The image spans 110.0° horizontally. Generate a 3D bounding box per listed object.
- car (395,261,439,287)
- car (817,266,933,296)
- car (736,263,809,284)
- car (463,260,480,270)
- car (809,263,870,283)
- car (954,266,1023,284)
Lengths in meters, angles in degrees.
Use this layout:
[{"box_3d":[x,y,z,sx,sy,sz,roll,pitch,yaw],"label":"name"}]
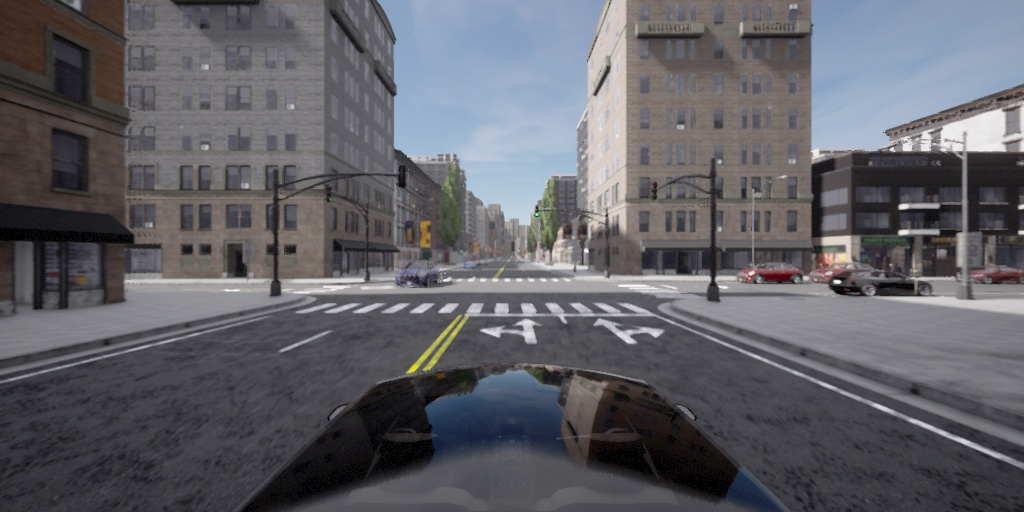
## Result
[{"box_3d":[-6.496,1.129,24.927,2.097,1.767,4.553,0,0,0],"label":"car"},{"box_3d":[18.877,1.372,18.521,4.313,1.339,1.948,0,0,0],"label":"car"},{"box_3d":[18.921,1.232,26.546,4.097,1.591,1.967,0,0,0],"label":"car"},{"box_3d":[-6.487,1.447,55.589,1.812,1.442,4.674,0,1,0],"label":"car"},{"box_3d":[24.431,1.231,26.516,4.097,1.591,1.967,0,0,0],"label":"car"},{"box_3d":[35.452,1.373,26.458,4.207,1.307,1.802,0,0,0],"label":"car"}]
